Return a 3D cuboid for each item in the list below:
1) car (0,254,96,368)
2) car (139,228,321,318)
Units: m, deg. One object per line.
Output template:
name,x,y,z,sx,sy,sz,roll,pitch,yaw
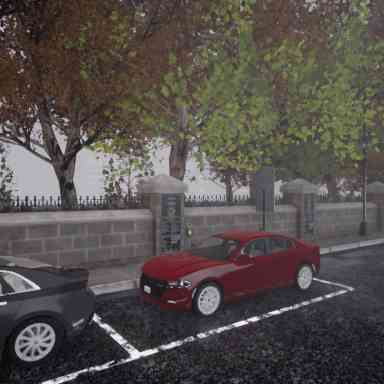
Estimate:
car,-3.478,1.551,4.174,4.403,1.369,2.008,0,0,-35
car,1.012,1.545,7.421,4.507,1.381,1.887,0,0,-35
